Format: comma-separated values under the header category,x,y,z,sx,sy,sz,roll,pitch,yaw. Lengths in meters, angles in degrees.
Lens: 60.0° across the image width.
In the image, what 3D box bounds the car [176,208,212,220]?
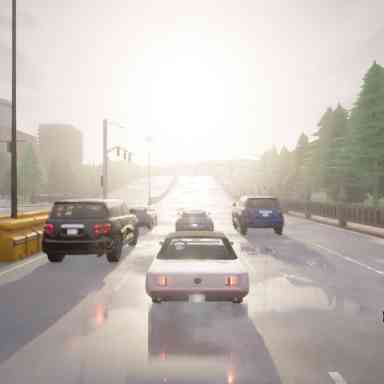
category,x,y,z,sx,sy,sz,roll,pitch,yaw
car,0.125,1.564,17.976,1.994,1.385,4.181,0,0,0

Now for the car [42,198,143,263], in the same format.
category,x,y,z,sx,sy,sz,roll,pitch,yaw
car,-3.384,1.221,12.123,2.150,2.045,5.566,0,0,0

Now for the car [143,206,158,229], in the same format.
category,x,y,z,sx,sy,sz,roll,pitch,yaw
car,-3.371,1.564,21.473,1.994,1.385,4.181,0,0,0

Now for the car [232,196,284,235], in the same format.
category,x,y,z,sx,sy,sz,roll,pitch,yaw
car,3.625,1.222,19.054,2.150,2.045,5.566,0,0,0

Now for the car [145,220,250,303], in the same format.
category,x,y,z,sx,sy,sz,roll,pitch,yaw
car,0.110,1.601,8.125,1.895,1.301,4.718,0,0,0
